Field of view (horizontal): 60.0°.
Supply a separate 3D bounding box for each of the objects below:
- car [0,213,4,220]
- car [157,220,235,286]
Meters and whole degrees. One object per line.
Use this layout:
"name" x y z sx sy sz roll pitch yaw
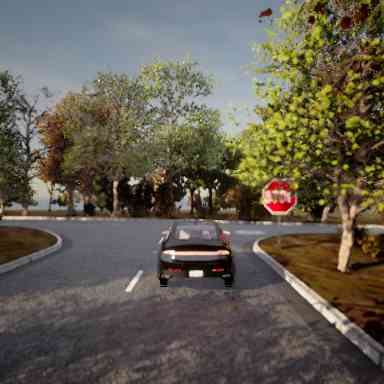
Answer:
"car" -15.418 1.377 21.815 5.357 1.411 2.033 1 -2 2
"car" 0.116 1.568 9.611 2.128 1.511 4.902 0 0 1
